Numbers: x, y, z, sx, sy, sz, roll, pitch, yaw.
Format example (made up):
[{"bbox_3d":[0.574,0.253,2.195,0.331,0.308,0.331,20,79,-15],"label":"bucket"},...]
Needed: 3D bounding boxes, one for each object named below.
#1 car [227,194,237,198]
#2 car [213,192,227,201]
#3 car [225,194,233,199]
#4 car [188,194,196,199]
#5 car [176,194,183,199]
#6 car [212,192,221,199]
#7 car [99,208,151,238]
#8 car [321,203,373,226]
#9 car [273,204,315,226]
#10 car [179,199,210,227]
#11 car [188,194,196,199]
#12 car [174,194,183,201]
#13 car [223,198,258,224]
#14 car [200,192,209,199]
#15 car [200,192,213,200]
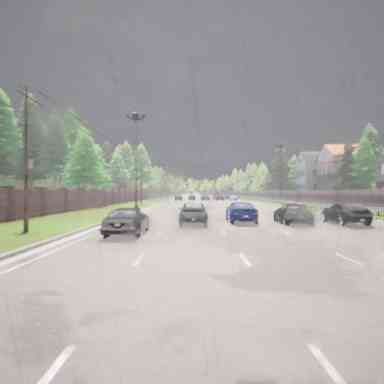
[{"bbox_3d":[10.501,1.500,84.661,1.812,1.442,4.674,0,0,0],"label":"car"},{"bbox_3d":[7.001,1.331,84.631,2.097,1.767,4.553,0,0,0],"label":"car"},{"bbox_3d":[10.501,1.366,94.664,1.994,1.385,4.181,0,0,0],"label":"car"},{"bbox_3d":[0.001,1.366,94.664,1.994,1.385,4.181,0,0,0],"label":"car"},{"bbox_3d":[-3.499,1.337,94.664,1.812,1.442,4.674,0,0,0],"label":"car"},{"bbox_3d":[7.001,1.038,94.694,2.150,2.045,5.566,0,0,0],"label":"car"},{"bbox_3d":[-3.400,1.544,17.665,2.033,1.411,5.357,0,0,0],"label":"car"},{"bbox_3d":[10.601,1.500,23.089,1.837,1.490,4.892,0,0,0],"label":"car"},{"bbox_3d":[7.100,1.559,23.601,1.994,1.385,4.181,0,0,0],"label":"car"},{"bbox_3d":[0.100,1.487,23.022,2.128,1.511,4.902,0,0,0],"label":"car"},{"bbox_3d":[0.001,1.475,84.244,1.837,1.490,4.892,0,0,0],"label":"car"},{"bbox_3d":[-3.499,1.475,84.244,1.837,1.490,4.892,0,0,0],"label":"car"},{"bbox_3d":[3.601,1.473,24.640,1.882,1.535,5.008,0,0,0],"label":"car"},{"bbox_3d":[3.501,1.038,94.694,2.150,2.045,5.566,0,0,0],"label":"car"},{"bbox_3d":[3.501,1.330,84.631,2.097,1.767,4.553,0,0,0],"label":"car"}]
